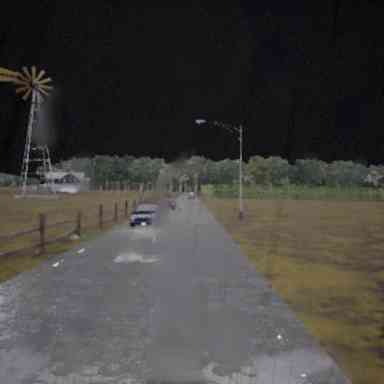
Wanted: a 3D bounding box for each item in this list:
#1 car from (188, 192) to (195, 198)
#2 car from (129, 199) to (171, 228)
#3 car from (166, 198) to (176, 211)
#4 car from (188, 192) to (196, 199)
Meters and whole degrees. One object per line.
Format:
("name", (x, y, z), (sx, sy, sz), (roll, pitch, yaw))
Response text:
("car", (-0.043, 0.711, 89.840), (1.812, 1.442, 4.674), (0, 1, 0))
("car", (-2.775, 1.439, 21.774), (2.033, 1.411, 5.357), (0, 0, 0))
("car", (-2.768, 1.397, 37.112), (1.895, 1.301, 4.718), (0, 0, 0))
("car", (-0.038, 0.948, 79.424), (2.033, 1.411, 5.357), (0, 1, 0))
